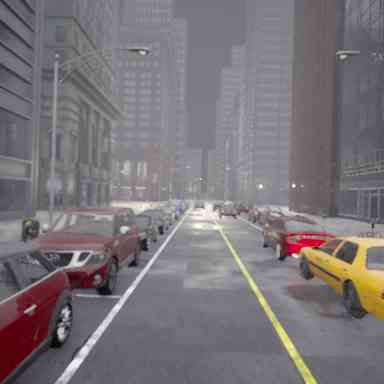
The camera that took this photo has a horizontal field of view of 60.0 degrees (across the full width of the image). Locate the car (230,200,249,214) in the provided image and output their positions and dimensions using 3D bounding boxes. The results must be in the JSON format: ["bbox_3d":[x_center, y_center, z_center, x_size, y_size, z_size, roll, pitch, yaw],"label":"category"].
[{"bbox_3d":[6.831,2.114,48.255,2.192,1.841,5.009,1,-1,1],"label":"car"}]

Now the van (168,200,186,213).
[{"bbox_3d":[-1.963,1.730,37.195,1.690,1.788,3.998,1,-1,1],"label":"van"}]

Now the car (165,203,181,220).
[{"bbox_3d":[-2.245,1.793,25.923,2.008,1.369,4.403,2,-1,1],"label":"car"}]

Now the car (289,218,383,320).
[{"bbox_3d":[3.978,1.671,7.750,1.801,1.575,5.366,2,-1,1],"label":"car"}]

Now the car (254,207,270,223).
[{"bbox_3d":[6.273,2.083,25.717,1.802,1.307,4.206,2,-1,1],"label":"car"}]

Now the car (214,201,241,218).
[{"bbox_3d":[3.835,2.110,36.751,2.033,1.411,5.357,2,-1,2],"label":"car"}]

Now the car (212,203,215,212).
[{"bbox_3d":[4.136,2.256,51.049,1.837,1.490,4.892,2,-1,1],"label":"car"}]

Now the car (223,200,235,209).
[{"bbox_3d":[7.241,2.469,65.156,1.967,1.590,4.097,1,-1,1],"label":"car"}]

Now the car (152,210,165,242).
[{"bbox_3d":[-2.521,1.664,14.655,1.947,1.339,4.313,2,-1,1],"label":"car"}]

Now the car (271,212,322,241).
[{"bbox_3d":[6.135,2.011,20.082,1.802,1.307,4.206,2,-1,1],"label":"car"}]

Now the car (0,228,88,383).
[{"bbox_3d":[-2.793,1.396,3.387,1.967,1.590,4.097,2,-1,1],"label":"car"}]

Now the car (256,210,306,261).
[{"bbox_3d":[4.119,1.767,13.558,1.882,1.535,5.008,2,-1,1],"label":"car"}]

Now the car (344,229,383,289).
[{"bbox_3d":[5.859,1.868,8.814,1.802,1.307,4.206,2,-1,1],"label":"car"}]

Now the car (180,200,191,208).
[{"bbox_3d":[-1.280,2.321,65.365,2.008,1.369,4.403,1,-1,1],"label":"car"}]

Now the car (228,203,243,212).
[{"bbox_3d":[6.963,2.441,53.886,1.947,1.339,4.313,1,-1,1],"label":"car"}]

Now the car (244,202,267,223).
[{"bbox_3d":[6.415,2.014,31.353,1.967,1.590,4.097,1,-1,1],"label":"car"}]

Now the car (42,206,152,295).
[{"bbox_3d":[-2.652,1.342,9.023,2.192,1.841,5.009,2,-1,1],"label":"car"}]

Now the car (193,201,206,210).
[{"bbox_3d":[1.255,2.230,55.861,1.837,1.490,4.892,2,-1,1],"label":"car"}]

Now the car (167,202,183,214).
[{"bbox_3d":[-2.107,1.897,31.558,1.802,1.307,4.206,2,-1,1],"label":"car"}]

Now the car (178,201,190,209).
[{"bbox_3d":[-1.418,2.259,59.730,1.947,1.339,4.313,1,-1,1],"label":"car"}]

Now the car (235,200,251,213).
[{"bbox_3d":[6.693,2.038,42.621,2.192,1.841,5.009,1,-1,1],"label":"car"}]

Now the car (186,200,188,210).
[{"bbox_3d":[-1.834,1.987,42.657,1.752,1.417,4.829,1,-1,1],"label":"car"}]

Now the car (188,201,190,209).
[{"bbox_3d":[-1.694,2.121,48.461,1.802,1.307,4.206,1,-1,1],"label":"car"}]

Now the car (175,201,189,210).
[{"bbox_3d":[-1.556,2.182,54.096,1.947,1.339,4.313,1,-1,1],"label":"car"}]

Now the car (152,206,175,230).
[{"bbox_3d":[-2.383,1.736,20.289,1.947,1.339,4.313,2,-1,1],"label":"car"}]
